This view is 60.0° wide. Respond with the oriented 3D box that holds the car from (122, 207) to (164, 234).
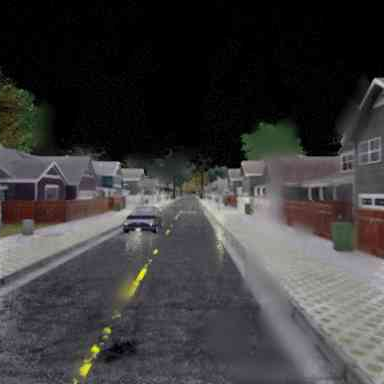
[{"bbox_3d":[-2.772,1.586,19.952,2.033,1.411,5.357,0,0,1],"label":"car"}]
